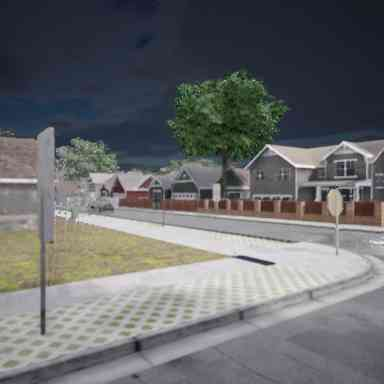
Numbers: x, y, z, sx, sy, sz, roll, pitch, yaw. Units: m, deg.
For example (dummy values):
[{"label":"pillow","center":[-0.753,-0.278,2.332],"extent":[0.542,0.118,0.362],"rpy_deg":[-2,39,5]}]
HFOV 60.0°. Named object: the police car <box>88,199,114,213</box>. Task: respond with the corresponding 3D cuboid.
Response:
[{"label":"police car","center":[-10.961,1.648,39.997],"extent":[1.930,1.638,5.238],"rpy_deg":[0,0,-35]}]
